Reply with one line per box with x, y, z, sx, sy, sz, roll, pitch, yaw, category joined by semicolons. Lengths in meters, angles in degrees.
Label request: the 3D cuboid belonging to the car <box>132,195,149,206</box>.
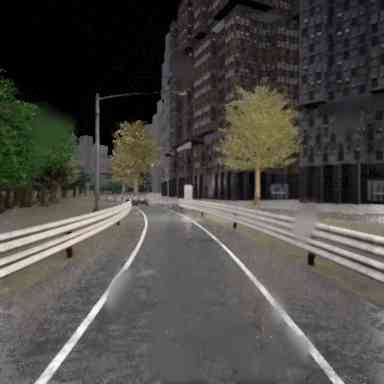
-8.553;1.281;54.491;2.097;1.767;4.553;0;0;-20;car
